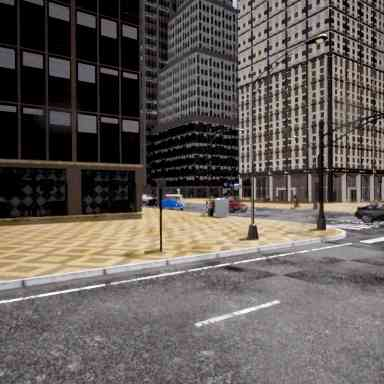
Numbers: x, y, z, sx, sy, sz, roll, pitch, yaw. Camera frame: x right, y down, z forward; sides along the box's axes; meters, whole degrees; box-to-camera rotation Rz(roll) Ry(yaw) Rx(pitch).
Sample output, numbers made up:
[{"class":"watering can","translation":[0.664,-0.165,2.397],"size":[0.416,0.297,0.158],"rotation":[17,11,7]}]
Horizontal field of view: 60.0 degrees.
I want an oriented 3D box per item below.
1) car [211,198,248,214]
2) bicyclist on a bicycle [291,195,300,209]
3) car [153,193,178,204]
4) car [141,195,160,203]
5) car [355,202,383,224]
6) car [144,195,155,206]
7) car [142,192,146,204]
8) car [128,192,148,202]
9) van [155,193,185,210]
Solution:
[{"class":"car","translation":[3.815,1.408,34.889],"size":[1.812,1.442,4.674],"rotation":[-1,0,-34]},{"class":"bicyclist on a bicycle","translation":[11.983,1.119,38.402],"size":[1.656,1.620,0.582],"rotation":[-1,1,-34]},{"class":"car","translation":[-4.746,1.036,57.956],"size":[2.192,1.841,5.009],"rotation":[0,0,-34]},{"class":"car","translation":[-7.843,1.239,62.551],"size":[1.887,1.381,4.507],"rotation":[0,0,-34]},{"class":"car","translation":[13.429,1.444,21.975],"size":[2.128,1.511,4.902],"rotation":[-1,1,-44]},{"class":"car","translation":[-4.750,1.374,47.630],"size":[1.994,1.385,4.181],"rotation":[-1,1,-34]},{"class":"car","translation":[-8.568,1.254,58.986],"size":[1.812,1.442,4.674],"rotation":[-1,1,-34]},{"class":"car","translation":[-10.940,0.983,67.143],"size":[2.192,1.841,5.009],"rotation":[0,0,-34]},{"class":"van","translation":[-2.405,1.211,39.494],"size":[1.690,1.788,3.998],"rotation":[0,0,-34]}]
